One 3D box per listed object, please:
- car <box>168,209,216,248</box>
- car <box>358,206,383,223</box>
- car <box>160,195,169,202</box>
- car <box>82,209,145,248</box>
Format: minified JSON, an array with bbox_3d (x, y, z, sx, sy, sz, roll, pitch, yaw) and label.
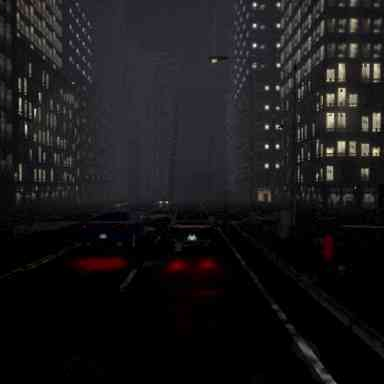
[{"bbox_3d":[0.000,1.490,14.652,2.128,1.511,4.902,0,0,0],"label":"car"},{"bbox_3d":[15.921,1.818,27.113,4.403,1.369,2.008,1,0,-1],"label":"car"},{"bbox_3d":[-6.499,1.473,78.507,1.837,1.490,4.892,0,0,0],"label":"car"},{"bbox_3d":[-3.250,1.479,14.653,1.882,1.535,5.008,0,0,0],"label":"car"}]
